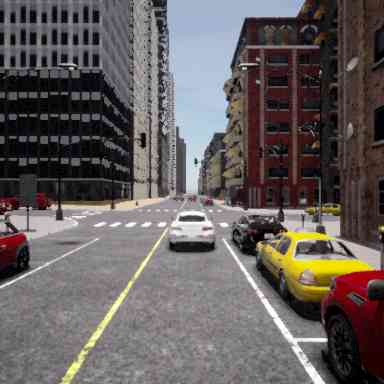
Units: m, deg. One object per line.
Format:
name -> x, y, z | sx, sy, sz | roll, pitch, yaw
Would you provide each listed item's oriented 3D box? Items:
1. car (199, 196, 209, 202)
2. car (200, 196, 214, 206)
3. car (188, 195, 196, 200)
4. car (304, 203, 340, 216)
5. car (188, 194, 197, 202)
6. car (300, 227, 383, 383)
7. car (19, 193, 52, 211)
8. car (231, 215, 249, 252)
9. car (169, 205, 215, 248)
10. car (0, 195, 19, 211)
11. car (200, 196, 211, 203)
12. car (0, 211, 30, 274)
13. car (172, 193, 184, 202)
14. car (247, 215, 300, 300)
car -> 2.692, 1.584, 74.255 | 2.008, 1.369, 4.403 | 0, 0, 0
car -> 2.741, 1.600, 55.690 | 1.802, 1.307, 4.206 | 0, 0, 0
car -> 0.001, 1.431, 88.291 | 1.994, 1.385, 4.181 | 0, 0, 0
car -> 14.642, 1.839, 36.007 | 4.829, 1.417, 1.752 | 1, -1, 0
car -> 0.002, 1.487, 74.923 | 1.994, 1.385, 4.181 | 0, 0, 0
car -> 2.692, 1.314, 2.301 | 2.192, 1.841, 5.009 | 0, 0, 0
car -> -17.694, 1.032, 35.729 | 5.009, 1.841, 2.192 | 1, -1, 0
car -> 2.691, 1.567, 13.666 | 1.947, 1.339, 4.313 | 0, 0, 0
car -> 0.000, 1.535, 14.650 | 1.812, 1.442, 4.674 | 0, 0, 0
car -> -17.559, 1.011, 27.351 | 5.009, 1.841, 2.192 | 1, -1, 0
car -> 2.691, 1.579, 68.607 | 2.008, 1.369, 4.403 | 0, 0, 0
car -> -5.689, 1.440, 7.982 | 1.967, 1.590, 4.097 | 0, 0, 0
car -> -3.001, 1.256, 78.905 | 2.150, 2.045, 5.566 | 0, 0, 0
car -> 2.691, 1.525, 8.154 | 1.752, 1.417, 4.829 | 0, 0, 0
